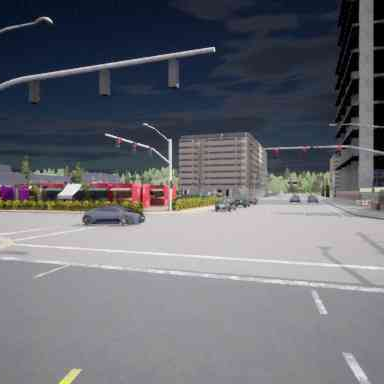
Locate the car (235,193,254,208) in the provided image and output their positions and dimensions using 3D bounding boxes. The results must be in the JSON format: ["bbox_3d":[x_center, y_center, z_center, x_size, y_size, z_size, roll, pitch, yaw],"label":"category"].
[{"bbox_3d":[7.239,1.221,49.113,2.150,2.045,5.566,0,0,18],"label":"car"}]

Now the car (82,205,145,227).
[{"bbox_3d":[-5.379,1.609,22.944,4.181,1.385,1.994,-1,0,7],"label":"car"}]

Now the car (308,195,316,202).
[{"bbox_3d":[27.967,1.524,77.643,1.812,1.442,4.674,0,0,19],"label":"car"}]

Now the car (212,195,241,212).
[{"bbox_3d":[4.090,1.491,39.726,2.128,1.511,4.902,0,0,19],"label":"car"}]

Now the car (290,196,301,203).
[{"bbox_3d":[21.474,1.554,69.217,1.994,1.385,4.181,0,0,19],"label":"car"}]

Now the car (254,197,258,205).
[{"bbox_3d":[10.455,1.564,58.643,1.994,1.385,4.181,0,0,19],"label":"car"}]

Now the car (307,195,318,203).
[{"bbox_3d":[24.684,1.541,67.785,2.033,1.411,5.357,0,0,19],"label":"car"}]

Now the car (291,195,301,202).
[{"bbox_3d":[24.545,1.540,78.444,2.033,1.411,5.357,0,0,19],"label":"car"}]
